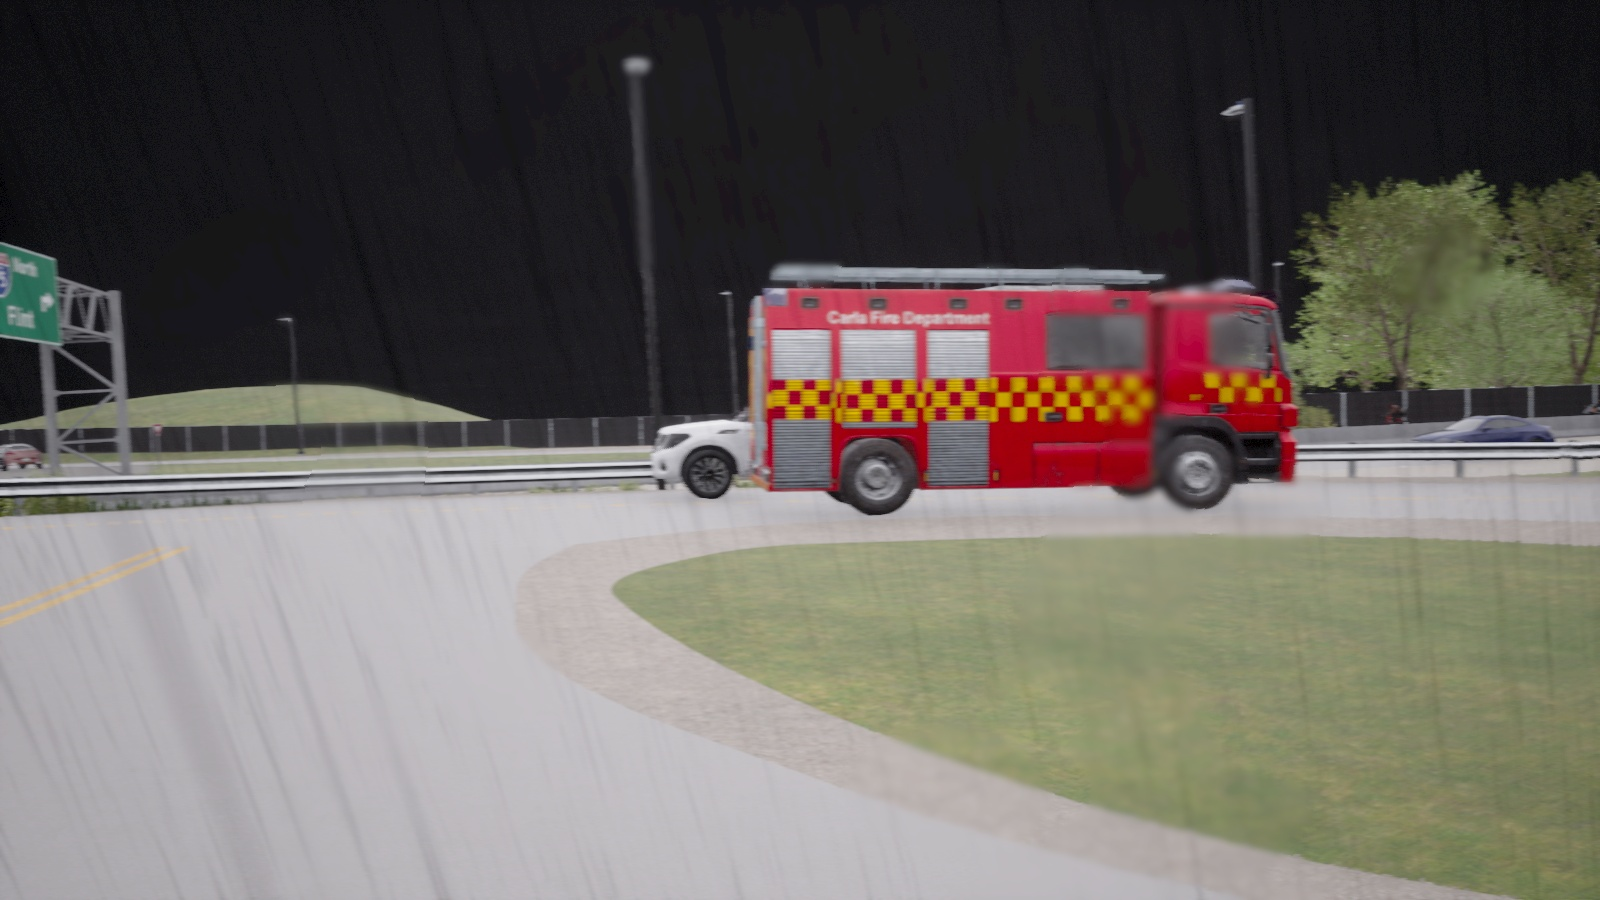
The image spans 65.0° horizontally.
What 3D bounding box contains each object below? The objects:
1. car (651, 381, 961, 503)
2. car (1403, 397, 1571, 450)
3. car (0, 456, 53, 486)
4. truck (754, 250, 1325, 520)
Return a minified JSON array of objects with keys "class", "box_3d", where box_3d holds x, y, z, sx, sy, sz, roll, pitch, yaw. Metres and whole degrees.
[{"class":"car","box_3d":[0.028,-0.181,23.694,5.566,2.045,2.150,-2,1,-7]},{"class":"car","box_3d":[22.503,-0.878,41.173,4.674,1.442,1.812,-4,2,-10]},{"class":"car","box_3d":[-48.631,1.334,78.328,5.027,1.651,2.152,-1,3,44]},{"class":"truck","box_3d":[3.661,-1.072,20.221,8.468,3.827,2.891,-2,2,-7]}]
